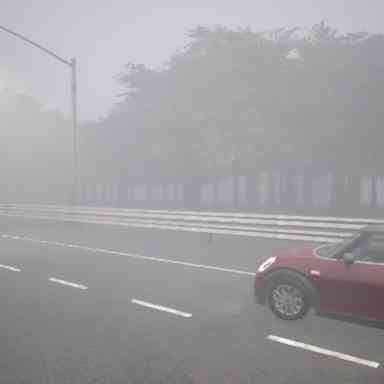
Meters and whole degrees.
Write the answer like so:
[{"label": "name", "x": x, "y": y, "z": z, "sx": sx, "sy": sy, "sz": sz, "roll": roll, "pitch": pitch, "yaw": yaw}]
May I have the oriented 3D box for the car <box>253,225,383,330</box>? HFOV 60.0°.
[{"label": "car", "x": 3.374, "y": 1.353, "z": 5.760, "sx": 4.553, "sy": 1.767, "sz": 2.097, "roll": 0, "pitch": 0, "yaw": 35}]
